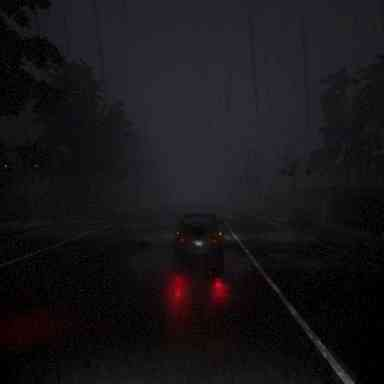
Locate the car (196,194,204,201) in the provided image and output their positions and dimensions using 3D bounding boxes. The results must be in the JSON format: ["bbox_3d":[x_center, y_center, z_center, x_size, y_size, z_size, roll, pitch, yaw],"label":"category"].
[{"bbox_3d":[1.881,1.324,78.205,1.994,1.385,4.181,1,0,1],"label":"car"}]

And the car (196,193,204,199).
[{"bbox_3d":[2.128,1.127,88.203,1.812,1.442,4.674,1,0,1],"label":"car"}]

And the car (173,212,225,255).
[{"bbox_3d":[0.288,1.520,13.234,1.812,1.442,4.674,1,0,1],"label":"car"}]
